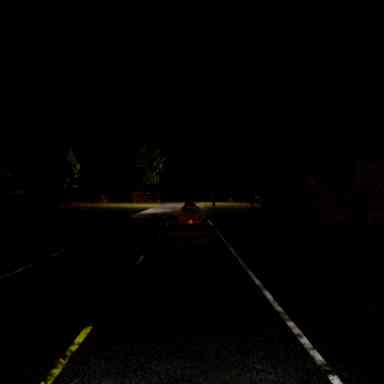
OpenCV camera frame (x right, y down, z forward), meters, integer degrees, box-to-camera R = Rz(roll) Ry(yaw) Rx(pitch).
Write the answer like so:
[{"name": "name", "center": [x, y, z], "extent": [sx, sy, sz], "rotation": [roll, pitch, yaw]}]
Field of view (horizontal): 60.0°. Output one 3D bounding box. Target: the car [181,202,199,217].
[{"name": "car", "center": [-0.223, 1.941, 37.514], "extent": [1.837, 1.490, 4.892], "rotation": [0, 0, 0]}]

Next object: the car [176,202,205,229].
[{"name": "car", "center": [-0.094, 1.756, 23.793], "extent": [1.882, 1.535, 5.008], "rotation": [0, 0, 0]}]
